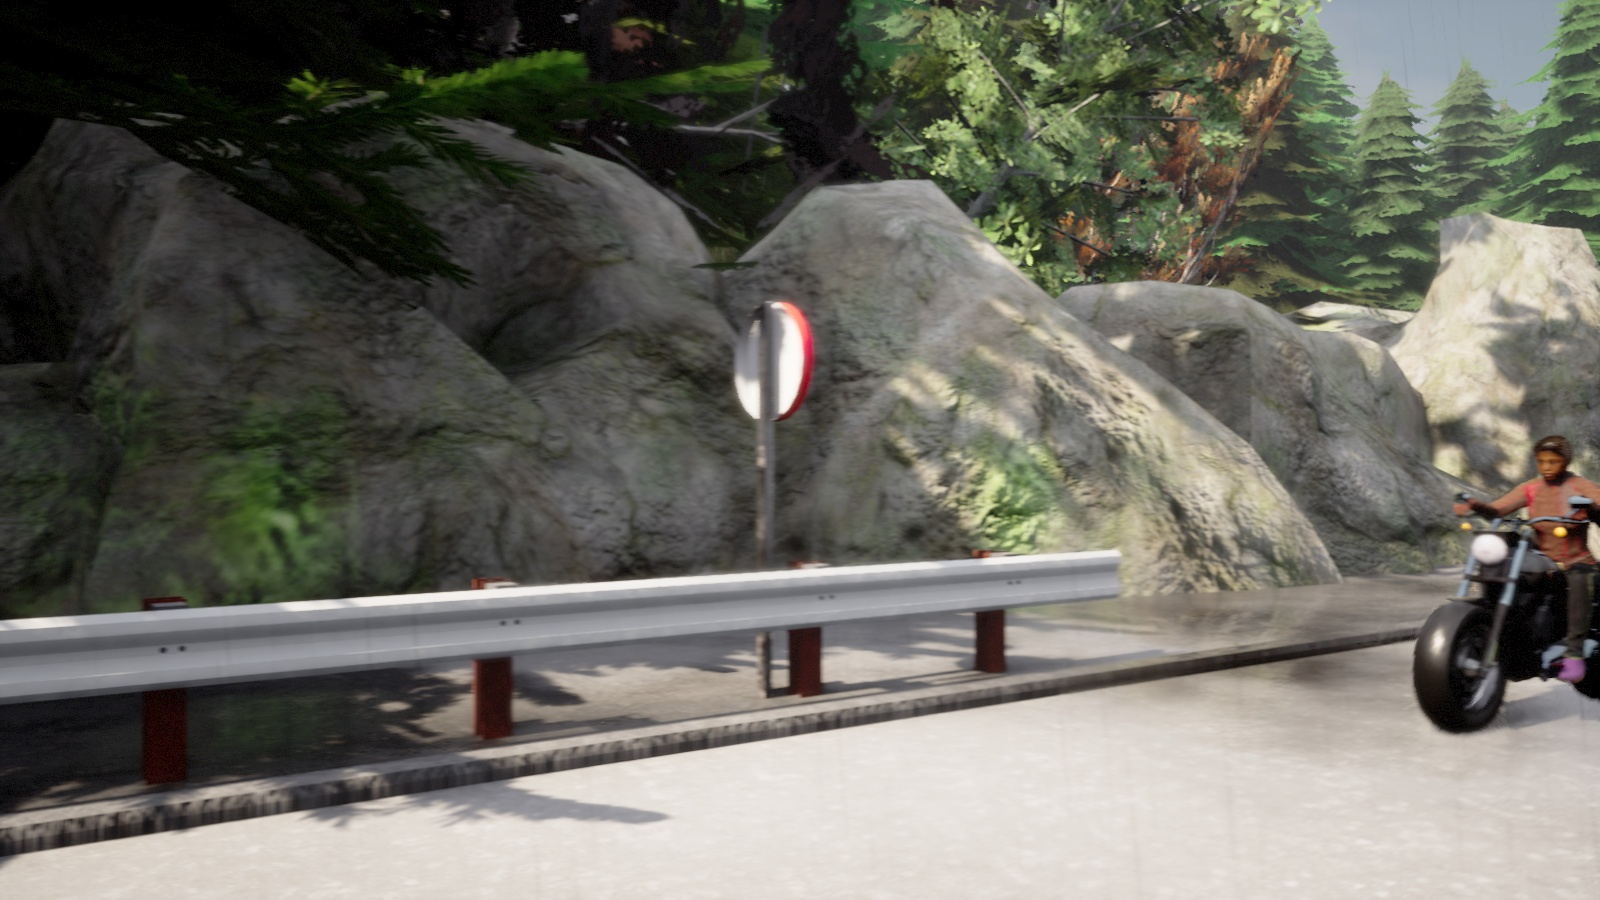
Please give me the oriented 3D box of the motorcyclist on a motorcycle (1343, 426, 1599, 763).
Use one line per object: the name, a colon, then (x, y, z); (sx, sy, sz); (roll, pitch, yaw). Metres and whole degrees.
motorcyclist on a motorcycle: (4.118, 0.704, 7.127); (2.350, 1.649, 0.766); (0, 0, -35)
